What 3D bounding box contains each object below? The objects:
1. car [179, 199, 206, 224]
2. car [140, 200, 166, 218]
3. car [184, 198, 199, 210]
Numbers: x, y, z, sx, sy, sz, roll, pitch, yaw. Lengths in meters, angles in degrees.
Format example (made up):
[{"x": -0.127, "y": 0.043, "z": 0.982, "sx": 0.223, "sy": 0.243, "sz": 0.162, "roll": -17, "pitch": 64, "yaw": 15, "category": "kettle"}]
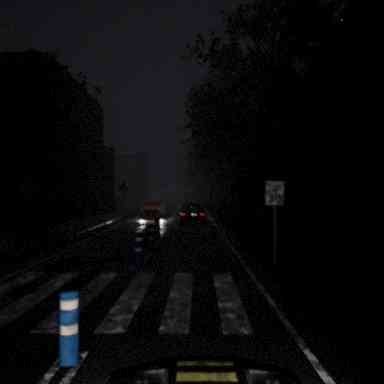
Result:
[{"x": 0.042, "y": 1.520, "z": 24.407, "sx": 2.033, "sy": 1.411, "sz": 5.357, "roll": 0, "pitch": 0, "yaw": 0, "category": "car"}, {"x": -3.429, "y": 1.438, "z": 29.878, "sx": 1.882, "sy": 1.535, "sz": 5.008, "roll": 0, "pitch": 0, "yaw": 0, "category": "car"}, {"x": -0.068, "y": 1.521, "z": 43.098, "sx": 1.895, "sy": 1.301, "sz": 4.718, "roll": 0, "pitch": 0, "yaw": -1, "category": "car"}]
